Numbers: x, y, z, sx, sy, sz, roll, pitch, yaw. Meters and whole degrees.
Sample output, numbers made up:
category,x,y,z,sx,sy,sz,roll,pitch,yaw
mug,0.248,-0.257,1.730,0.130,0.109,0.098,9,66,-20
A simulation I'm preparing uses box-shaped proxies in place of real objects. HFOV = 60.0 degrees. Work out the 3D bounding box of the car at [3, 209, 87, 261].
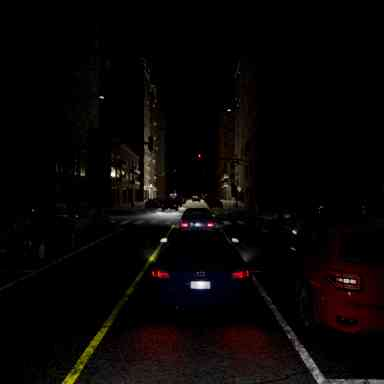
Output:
category,x,y,z,sx,sy,sz,roll,pitch,yaw
car,-5.703,1.547,12.328,1.887,1.381,4.507,1,0,1

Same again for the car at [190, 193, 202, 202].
category,x,y,z,sx,sy,sz,roll,pitch,yaw
car,0.944,1.563,74.229,2.033,1.411,5.357,0,0,1

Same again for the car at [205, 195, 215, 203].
category,x,y,z,sx,sy,sz,roll,pitch,yaw
car,3.307,1.594,50.526,1.802,1.307,4.206,1,0,1

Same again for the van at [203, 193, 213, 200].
category,x,y,z,sx,sy,sz,roll,pitch,yaw
van,3.453,1.357,61.872,1.690,1.788,3.998,1,0,1

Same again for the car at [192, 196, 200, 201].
category,x,y,z,sx,sy,sz,roll,pitch,yaw
car,1.068,1.624,84.928,1.895,1.301,4.718,0,0,1

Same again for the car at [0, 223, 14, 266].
category,x,y,z,sx,sy,sz,roll,pitch,yaw
car,-5.776,1.527,6.534,1.752,1.417,4.829,1,0,1

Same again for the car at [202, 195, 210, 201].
category,x,y,z,sx,sy,sz,roll,pitch,yaw
car,3.810,1.598,90.236,1.947,1.339,4.313,1,0,1

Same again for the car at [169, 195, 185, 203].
category,x,y,z,sx,sy,sz,roll,pitch,yaw
car,-2.453,1.613,51.154,1.895,1.301,4.718,0,0,1

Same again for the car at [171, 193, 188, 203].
category,x,y,z,sx,sy,sz,roll,pitch,yaw
car,-2.283,1.368,62.232,2.097,1.767,4.553,0,0,1

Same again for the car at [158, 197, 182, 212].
category,x,y,z,sx,sy,sz,roll,pitch,yaw
car,-2.603,1.610,39.798,1.895,1.301,4.718,0,0,1

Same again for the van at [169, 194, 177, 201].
category,x,y,z,sx,sy,sz,roll,pitch,yaw
van,-4.784,1.370,84.677,1.690,1.788,3.998,1,0,1

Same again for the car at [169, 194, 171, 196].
category,x,y,z,sx,sy,sz,roll,pitch,yaw
car,-5.002,1.601,67.660,1.802,1.307,4.206,1,0,1

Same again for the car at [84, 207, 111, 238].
category,x,y,z,sx,sy,sz,roll,pitch,yaw
car,-5.634,1.529,17.782,1.752,1.417,4.829,1,0,1

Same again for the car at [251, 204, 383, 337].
category,x,y,z,sx,sy,sz,roll,pitch,yaw
car,2.753,1.316,6.587,2.192,1.841,5.009,1,0,1

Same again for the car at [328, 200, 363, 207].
category,x,y,z,sx,sy,sz,roll,pitch,yaw
car,13.988,1.502,31.920,4.553,1.767,2.097,0,-1,1

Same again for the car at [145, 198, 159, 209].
category,x,y,z,sx,sy,sz,roll,pitch,yaw
car,-5.289,1.555,44.970,1.887,1.381,4.507,1,0,1

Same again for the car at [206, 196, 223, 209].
category,x,y,z,sx,sy,sz,roll,pitch,yaw
car,3.235,1.592,44.853,1.802,1.307,4.206,1,0,1

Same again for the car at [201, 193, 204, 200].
category,x,y,z,sx,sy,sz,roll,pitch,yaw
car,3.525,1.334,67.545,2.192,1.841,5.009,1,0,1

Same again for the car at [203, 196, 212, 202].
category,x,y,z,sx,sy,sz,roll,pitch,yaw
car,3.666,1.607,78.890,1.802,1.307,4.206,1,0,1

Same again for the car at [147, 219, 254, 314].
category,x,y,z,sx,sy,sz,roll,pitch,yaw
car,0.175,1.566,7.712,1.994,1.385,4.181,0,0,1

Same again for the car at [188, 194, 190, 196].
category,x,y,z,sx,sy,sz,roll,pitch,yaw
car,-2.085,1.562,72.847,2.033,1.411,5.357,0,0,1

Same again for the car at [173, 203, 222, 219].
category,x,y,z,sx,sy,sz,roll,pitch,yaw
car,0.269,1.551,17.776,2.033,1.411,5.357,0,0,0

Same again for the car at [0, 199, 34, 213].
category,x,y,z,sx,sy,sz,roll,pitch,yaw
car,-16.425,1.342,29.272,4.902,1.511,2.128,1,-1,1

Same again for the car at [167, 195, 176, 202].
category,x,y,z,sx,sy,sz,roll,pitch,yaw
car,-4.857,1.465,79.004,1.967,1.590,4.097,1,0,1

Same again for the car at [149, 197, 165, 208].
category,x,y,z,sx,sy,sz,roll,pitch,yaw
car,-5.218,1.556,50.642,1.887,1.381,4.507,1,0,1

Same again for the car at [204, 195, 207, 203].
category,x,y,z,sx,sy,sz,roll,pitch,yaw
car,3.379,1.596,56.199,1.802,1.307,4.206,1,0,1
